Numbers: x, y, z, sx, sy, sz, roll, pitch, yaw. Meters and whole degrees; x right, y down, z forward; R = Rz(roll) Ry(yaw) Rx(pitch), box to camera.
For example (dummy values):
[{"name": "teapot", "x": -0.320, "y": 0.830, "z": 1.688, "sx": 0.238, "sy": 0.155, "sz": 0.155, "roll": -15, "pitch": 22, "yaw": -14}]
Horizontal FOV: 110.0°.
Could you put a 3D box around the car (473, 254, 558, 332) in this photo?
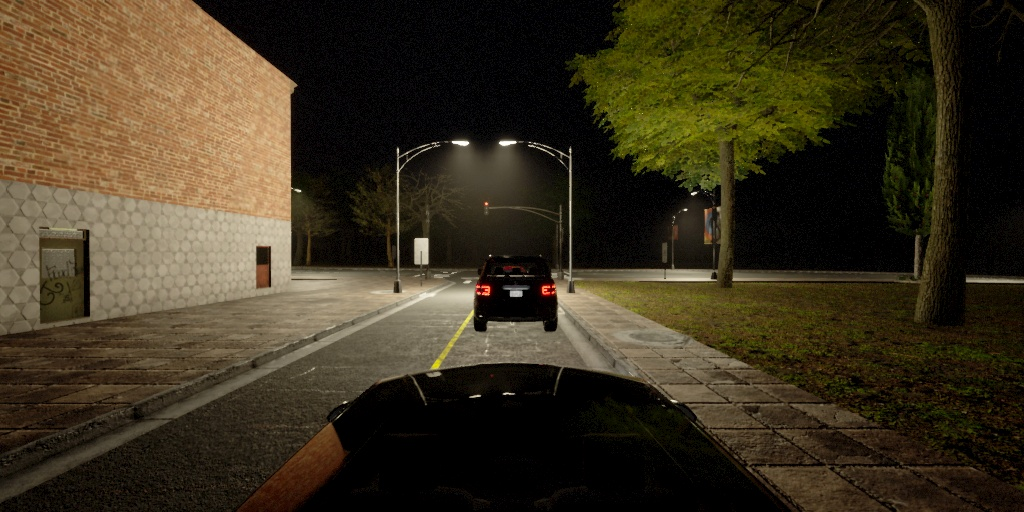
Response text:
[{"name": "car", "x": 0.086, "y": 0.980, "z": 11.050, "sx": 2.150, "sy": 2.045, "sz": 5.566, "roll": 0, "pitch": 0, "yaw": 0}]
